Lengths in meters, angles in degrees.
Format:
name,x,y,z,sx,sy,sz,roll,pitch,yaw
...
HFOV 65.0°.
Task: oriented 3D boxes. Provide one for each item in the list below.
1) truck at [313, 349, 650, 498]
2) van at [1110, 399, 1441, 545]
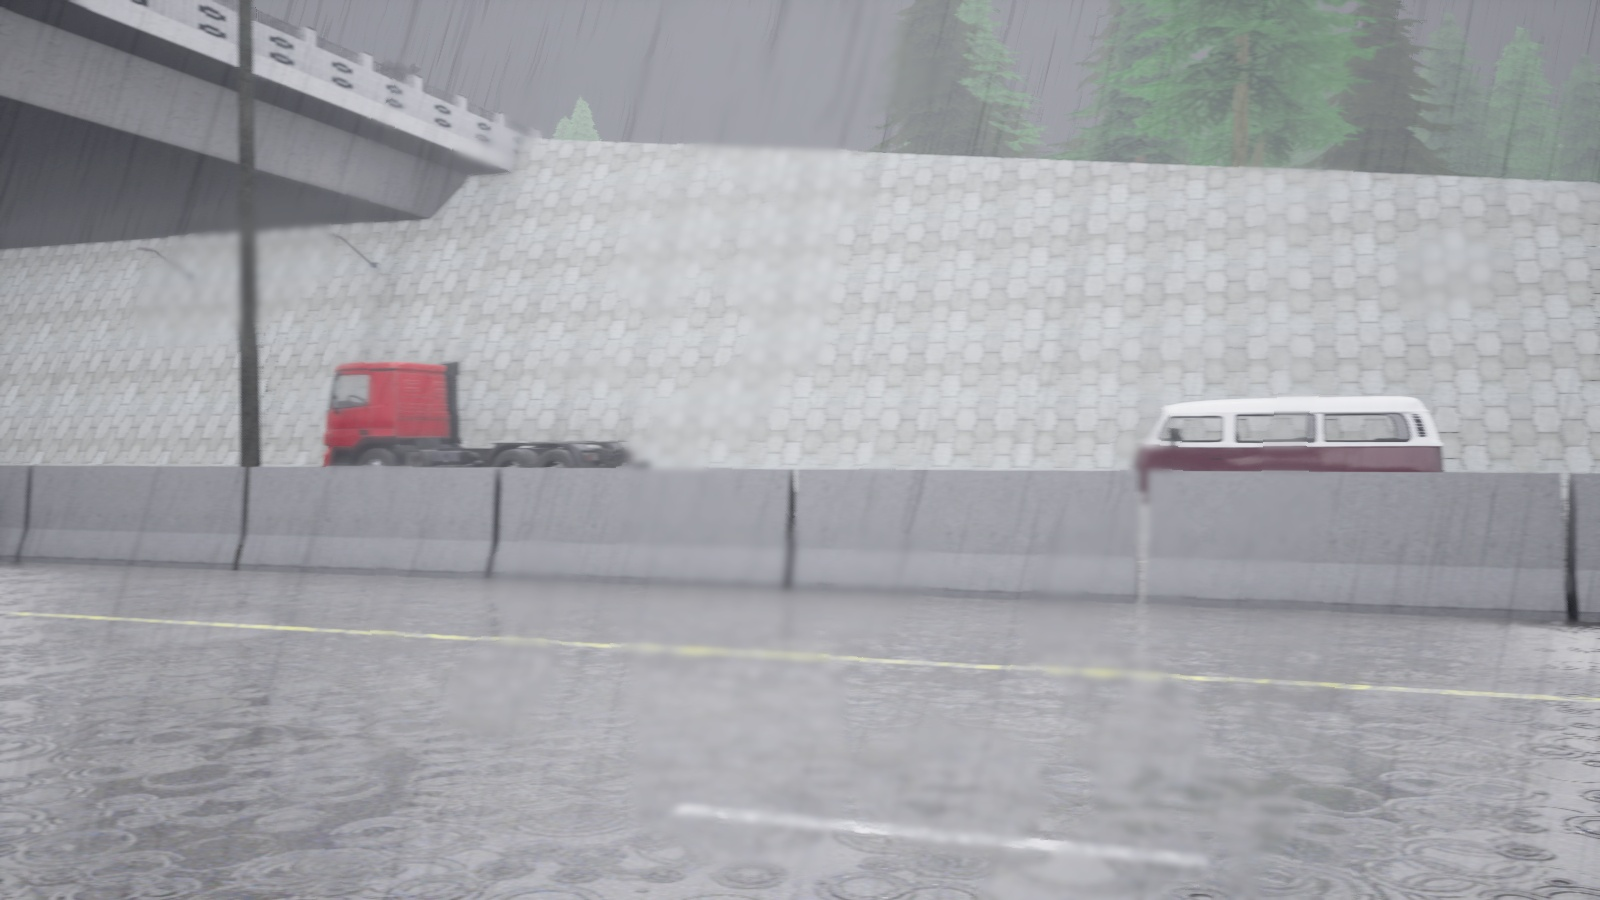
name,x,y,z,sx,sy,sz,roll,pitch,yaw
truck,-8.022,-0.662,31.724,7.936,3.462,2.891,0,1,19
van,7.155,0.270,19.244,4.480,2.038,2.069,1,1,19
